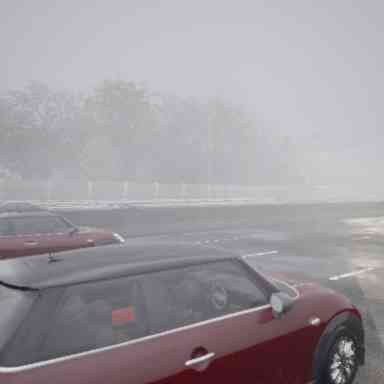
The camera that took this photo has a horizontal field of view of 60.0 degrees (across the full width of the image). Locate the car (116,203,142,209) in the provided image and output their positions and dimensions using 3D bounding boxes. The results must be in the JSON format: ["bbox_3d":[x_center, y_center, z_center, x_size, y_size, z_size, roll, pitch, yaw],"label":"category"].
[{"bbox_3d":[-5.118,1.497,21.821,4.902,1.511,2.128,0,0,-35],"label":"car"}]

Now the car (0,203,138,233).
[{"bbox_3d":[-4.130,1.353,9.397,4.553,1.767,2.097,0,0,-35],"label":"car"}]

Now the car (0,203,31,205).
[{"bbox_3d":[-12.634,1.603,20.773,4.718,1.301,1.895,0,0,-35],"label":"car"}]

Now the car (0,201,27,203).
[{"bbox_3d":[-13.292,1.481,24.600,5.008,1.535,1.882,0,0,-35],"label":"car"}]

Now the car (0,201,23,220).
[{"bbox_3d":[-16.341,1.529,26.725,4.674,1.442,1.812,0,0,-35],"label":"car"}]

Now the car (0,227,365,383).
[{"bbox_3d":[-0.069,1.353,3.695,4.553,1.767,2.097,0,0,-35],"label":"car"}]
